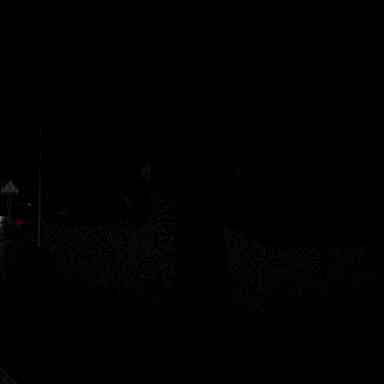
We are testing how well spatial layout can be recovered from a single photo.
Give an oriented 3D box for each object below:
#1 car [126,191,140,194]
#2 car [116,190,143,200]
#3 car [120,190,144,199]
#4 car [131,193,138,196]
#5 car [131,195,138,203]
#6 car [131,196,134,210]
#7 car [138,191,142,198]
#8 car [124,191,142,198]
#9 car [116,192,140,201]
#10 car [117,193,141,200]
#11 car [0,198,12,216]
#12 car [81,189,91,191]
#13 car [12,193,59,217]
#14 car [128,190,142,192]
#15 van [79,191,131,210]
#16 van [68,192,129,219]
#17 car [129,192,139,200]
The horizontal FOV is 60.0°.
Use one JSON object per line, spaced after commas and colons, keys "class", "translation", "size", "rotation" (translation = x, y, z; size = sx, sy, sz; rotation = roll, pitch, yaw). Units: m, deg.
{"class": "car", "translation": [-12.349, 1.146, 60.708], "size": [4.674, 1.452, 2.002], "rotation": [1, 1, -27]}
{"class": "car", "translation": [-14.184, 0.656, 75.578], "size": [5.566, 2.045, 2.435], "rotation": [2, 1, -27]}
{"class": "car", "translation": [-15.288, 0.546, 84.526], "size": [5.566, 2.045, 2.435], "rotation": [1, 1, -27]}
{"class": "car", "translation": [-10.642, 1.312, 45.738], "size": [5.366, 1.575, 1.946], "rotation": [1, 1, -27]}
{"class": "car", "translation": [-9.162, 1.440, 36.970], "size": [5.366, 1.575, 1.946], "rotation": [1, 0, -27]}
{"class": "car", "translation": [-8.921, 1.450, 33.908], "size": [5.008, 1.535, 2.097], "rotation": [2, 0, -28]}
{"class": "car", "translation": [-12.746, 1.093, 63.673], "size": [4.792, 1.488, 2.163], "rotation": [1, 1, -27]}
{"class": "car", "translation": [-16.027, 0.603, 90.496], "size": [4.553, 1.767, 2.185], "rotation": [1, 0, -27]}
{"class": "car", "translation": [-13.418, 0.859, 69.654], "size": [4.553, 1.767, 2.185], "rotation": [1, 1, -27]}
{"class": "car", "translation": [-13.821, 0.985, 72.626], "size": [4.674, 1.452, 2.002], "rotation": [1, 0, -27]}
{"class": "car", "translation": [-17.932, 1.342, 30.717], "size": [1.837, 1.490, 4.892], "rotation": [1, 0, -8]}
{"class": "car", "translation": [-22.971, 0.427, 71.532], "size": [2.150, 2.045, 5.566], "rotation": [1, 1, -7]}
{"class": "car", "translation": [-13.695, 1.116, 29.949], "size": [2.150, 2.045, 5.566], "rotation": [1, 0, -7]}
{"class": "car", "translation": [-13.053, 0.899, 66.676], "size": [4.553, 1.767, 2.185], "rotation": [1, 1, -27]}
{"class": "van", "translation": [-8.421, 1.231, 31.000], "size": [4.442, 1.987, 1.878], "rotation": [2, 0, -28]}
{"class": "van", "translation": [-8.021, 1.234, 28.026], "size": [4.442, 1.987, 1.878], "rotation": [2, 0, -28]}
{"class": "car", "translation": [-11.021, 1.269, 48.715], "size": [5.366, 1.575, 1.946], "rotation": [1, 1, -27]}
